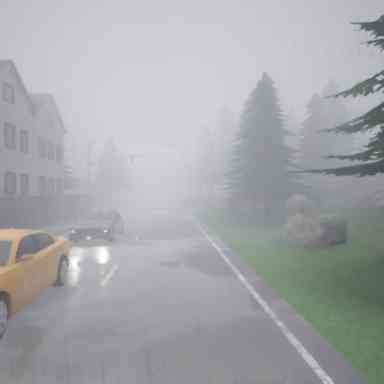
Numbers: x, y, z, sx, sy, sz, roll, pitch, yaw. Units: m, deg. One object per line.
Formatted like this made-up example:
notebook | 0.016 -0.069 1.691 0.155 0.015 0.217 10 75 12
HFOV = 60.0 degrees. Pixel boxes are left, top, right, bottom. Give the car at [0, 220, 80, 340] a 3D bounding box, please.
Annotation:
car | -3.954 1.526 6.606 1.882 1.535 5.008 -1 0 -4

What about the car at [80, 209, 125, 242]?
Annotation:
car | -4.604 1.595 16.943 2.033 1.411 5.357 -1 0 -4
